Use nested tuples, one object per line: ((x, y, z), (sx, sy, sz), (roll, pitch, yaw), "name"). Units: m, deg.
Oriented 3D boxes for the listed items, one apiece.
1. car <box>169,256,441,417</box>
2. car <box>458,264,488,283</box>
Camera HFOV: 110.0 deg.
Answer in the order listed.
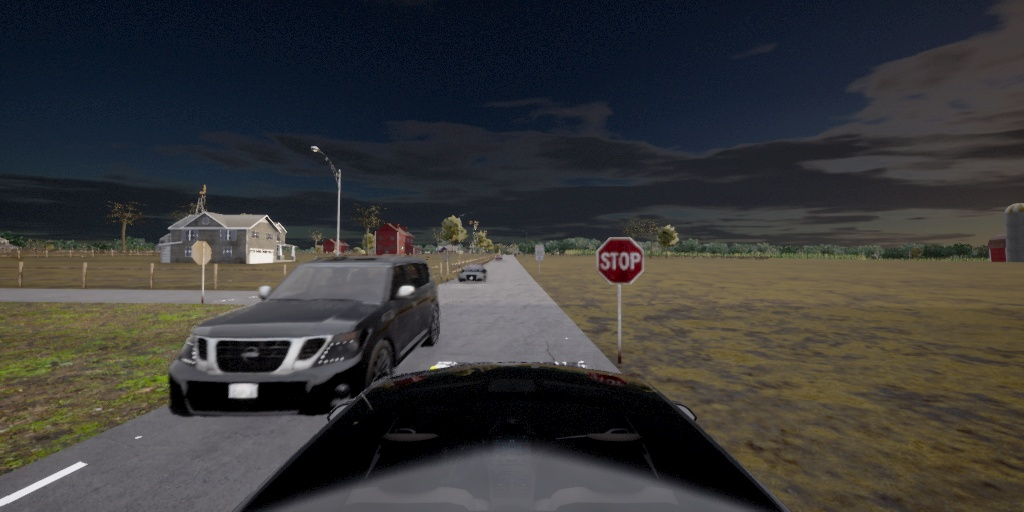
((-2.758, 1.022, 6.430), (2.150, 2.045, 5.566), (0, 0, 0), "car")
((-2.844, 1.305, 27.030), (1.994, 1.385, 4.181), (0, 1, 0), "car")
